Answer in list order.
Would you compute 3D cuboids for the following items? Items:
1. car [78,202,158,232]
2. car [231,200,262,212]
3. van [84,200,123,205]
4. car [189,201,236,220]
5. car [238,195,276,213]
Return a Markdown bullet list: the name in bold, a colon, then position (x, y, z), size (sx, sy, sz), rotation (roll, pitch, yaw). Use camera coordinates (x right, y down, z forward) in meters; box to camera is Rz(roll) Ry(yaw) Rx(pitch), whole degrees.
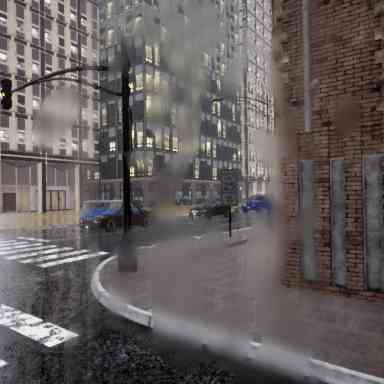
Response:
- **car**: position (-4.447, 1.614, 21.115), size (2.033, 1.411, 5.357), rotation (-1, -1, 36)
- **car**: position (6.869, 1.689, 41.360), size (1.752, 1.417, 4.829), rotation (-2, -1, 36)
- **van**: position (-5.964, 1.460, 23.450), size (1.690, 1.788, 3.998), rotation (-2, -1, 36)
- **car**: position (1.635, 1.578, 29.603), size (2.128, 1.511, 4.902), rotation (-1, -1, 36)
- **car**: position (7.726, 1.330, 38.097), size (2.150, 2.045, 5.566), rotation (-1, -1, 36)
